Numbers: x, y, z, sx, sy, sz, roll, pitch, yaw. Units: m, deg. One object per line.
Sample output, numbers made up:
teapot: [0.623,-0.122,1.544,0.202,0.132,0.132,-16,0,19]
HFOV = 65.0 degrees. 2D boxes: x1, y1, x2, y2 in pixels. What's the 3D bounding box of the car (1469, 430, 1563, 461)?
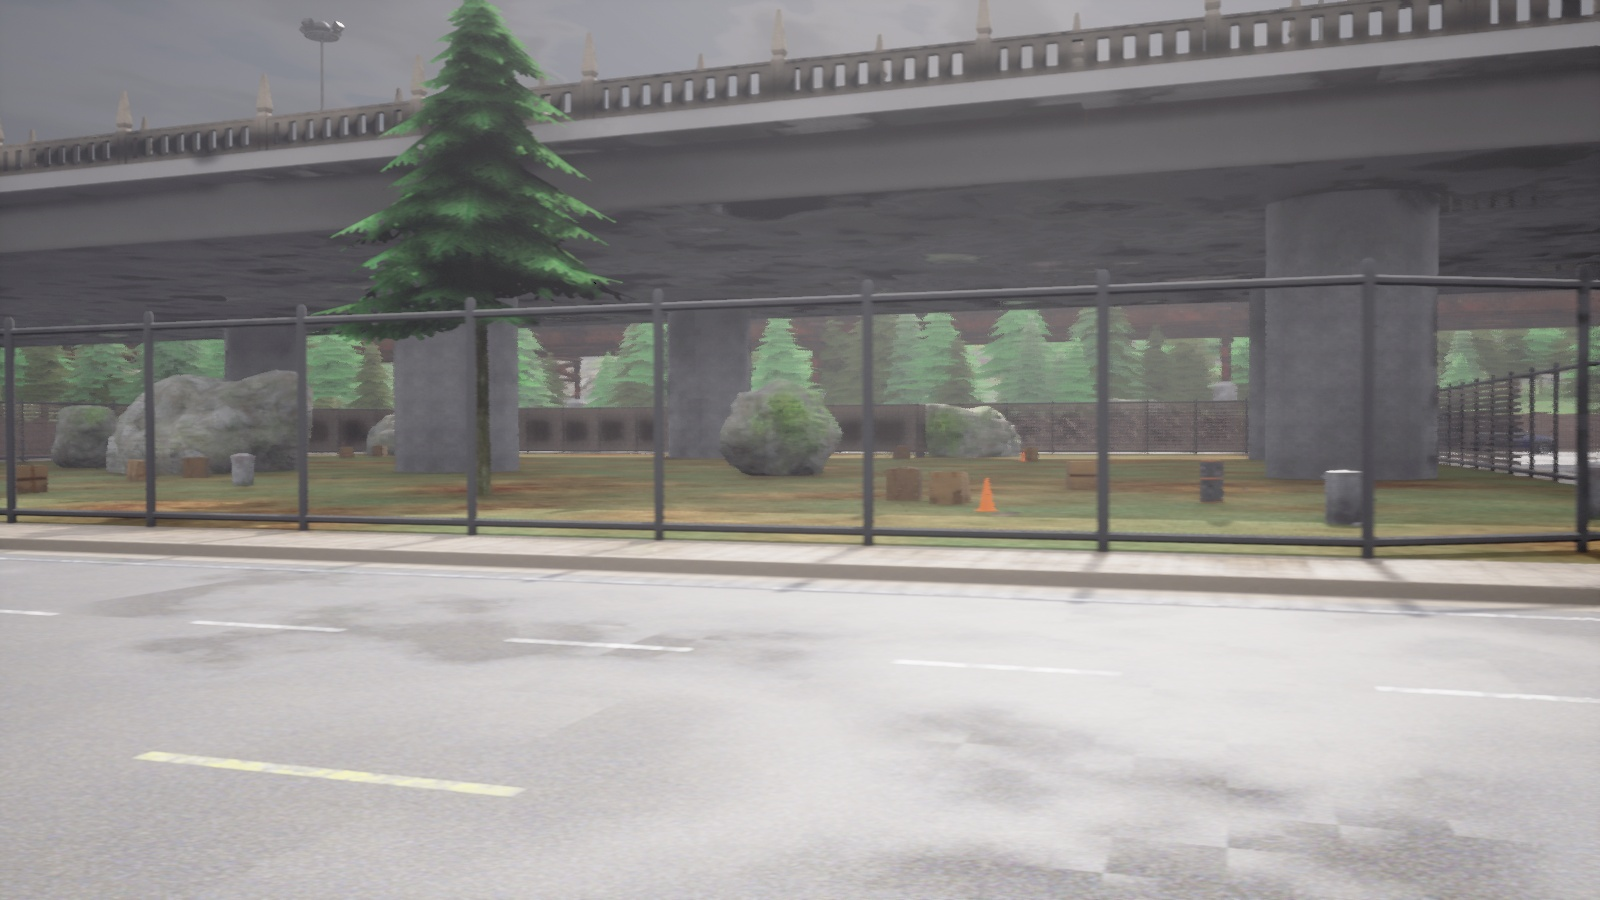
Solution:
car: [42.301,-0.303,74.310,4.553,1.767,2.097,0,1,19]
